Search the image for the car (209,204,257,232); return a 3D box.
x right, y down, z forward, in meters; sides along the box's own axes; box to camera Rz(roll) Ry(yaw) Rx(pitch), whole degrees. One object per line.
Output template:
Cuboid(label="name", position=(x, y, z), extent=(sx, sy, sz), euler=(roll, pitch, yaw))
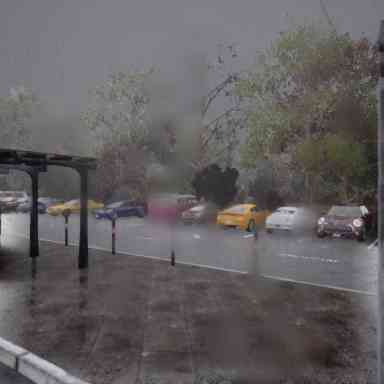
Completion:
Cuboid(label="car", position=(3.391, 1.475, 20.271), extent=(2.097, 1.535, 5.008), euler=(1, 0, 35))

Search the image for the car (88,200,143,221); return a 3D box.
Cuboid(label="car", position=(-5.683, 1.405, 26.668), extent=(2.163, 1.488, 4.792), euler=(1, 0, 35))

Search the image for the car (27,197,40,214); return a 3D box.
Cuboid(label="car", position=(-12.445, 1.330, 31.528), extent=(2.163, 1.488, 4.792), euler=(1, 0, 35))

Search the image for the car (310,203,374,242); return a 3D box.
Cuboid(label="car", position=(7.943, 1.402, 17.092), extent=(2.185, 1.767, 4.553), euler=(1, 0, 35))

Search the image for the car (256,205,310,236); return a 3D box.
Cuboid(label="car", position=(5.657, 1.541, 18.669), extent=(2.002, 1.452, 4.674), euler=(1, 0, 35))

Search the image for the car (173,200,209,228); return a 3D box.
Cuboid(label="car", position=(1.125, 1.490, 21.878), extent=(2.002, 1.452, 4.674), euler=(1, 0, 35))

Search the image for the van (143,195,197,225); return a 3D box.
Cuboid(label="van", position=(-1.068, 1.199, 23.578), extent=(1.878, 1.987, 4.442), euler=(1, 0, 35))

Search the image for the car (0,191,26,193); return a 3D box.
Cuboid(label="car", position=(-21.536, 0.950, 37.896), extent=(2.435, 2.045, 5.566), euler=(1, 0, 35))

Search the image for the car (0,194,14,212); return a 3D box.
Cuboid(label="car", position=(-16.988, 1.251, 34.716), extent=(2.097, 1.535, 5.008), euler=(1, 0, 35))

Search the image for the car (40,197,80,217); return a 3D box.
Cuboid(label="car", position=(-10.304, 1.322, 29.749), extent=(1.946, 1.575, 5.366), euler=(1, 0, 35))

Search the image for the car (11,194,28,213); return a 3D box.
Cuboid(label="car", position=(-14.722, 1.277, 33.113), extent=(2.231, 1.521, 4.892), euler=(1, 0, 35))
